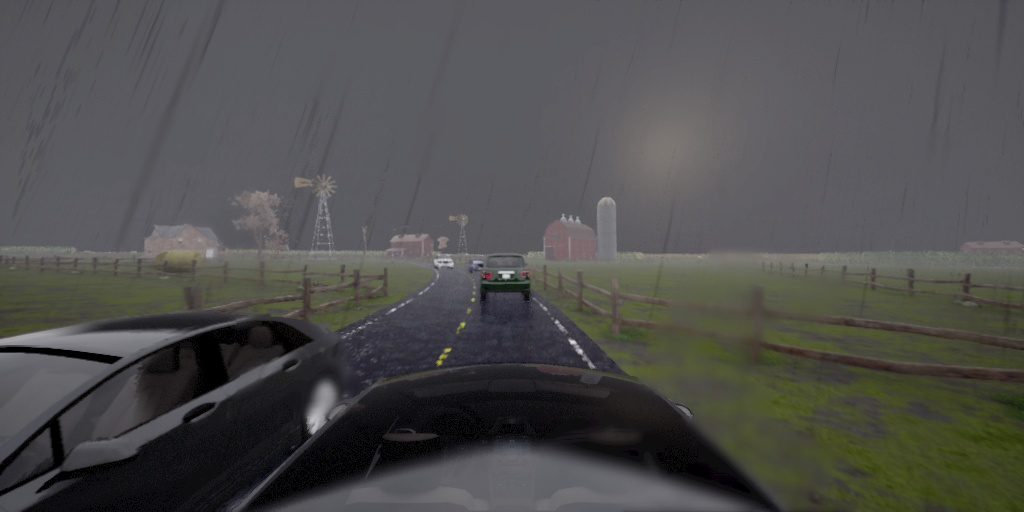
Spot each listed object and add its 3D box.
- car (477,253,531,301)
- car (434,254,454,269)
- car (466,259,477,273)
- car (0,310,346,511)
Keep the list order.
[{"bbox_3d":[-0.406,0.897,17.090,2.150,2.045,5.566,0,0,-4],"label":"car"},{"bbox_3d":[-9.173,0.753,48.010,2.150,2.045,5.566,0,0,-17],"label":"car"},{"bbox_3d":[-3.838,1.081,38.842,1.812,1.442,4.674,0,0,-13],"label":"car"},{"bbox_3d":[-2.955,1.263,2.466,1.837,1.490,4.892,0,0,1],"label":"car"}]
